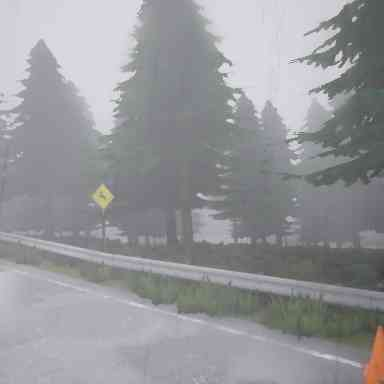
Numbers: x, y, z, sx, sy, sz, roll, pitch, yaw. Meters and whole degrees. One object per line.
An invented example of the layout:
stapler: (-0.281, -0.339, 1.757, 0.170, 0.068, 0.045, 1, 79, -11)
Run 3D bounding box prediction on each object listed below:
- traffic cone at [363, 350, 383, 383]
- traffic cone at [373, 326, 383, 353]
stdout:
traffic cone: (1.783, 1.956, 3.273, 0.340, 0.580, 0.340, 0, 0, 33)
traffic cone: (2.328, 1.956, 4.109, 0.340, 0.580, 0.340, 0, 0, 34)
